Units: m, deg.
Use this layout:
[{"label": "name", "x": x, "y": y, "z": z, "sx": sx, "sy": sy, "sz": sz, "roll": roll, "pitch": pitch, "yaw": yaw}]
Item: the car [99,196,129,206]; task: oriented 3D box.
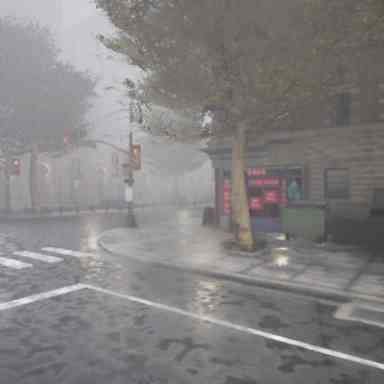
[{"label": "car", "x": -11.184, "y": 1.306, "z": 48.614, "sx": 1.895, "sy": 1.301, "sz": 4.718, "roll": 1, "pitch": 0, "yaw": 36}]

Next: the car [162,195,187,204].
[{"label": "car", "x": -2.885, "y": 1.227, "z": 54.707, "sx": 2.128, "sy": 1.511, "sz": 4.902, "roll": 1, "pitch": 0, "yaw": 36}]

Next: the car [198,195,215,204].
[{"label": "car", "x": 2.999, "y": 1.270, "z": 56.851, "sx": 1.837, "sy": 1.490, "sz": 4.892, "roll": 1, "pitch": 0, "yaw": 36}]
